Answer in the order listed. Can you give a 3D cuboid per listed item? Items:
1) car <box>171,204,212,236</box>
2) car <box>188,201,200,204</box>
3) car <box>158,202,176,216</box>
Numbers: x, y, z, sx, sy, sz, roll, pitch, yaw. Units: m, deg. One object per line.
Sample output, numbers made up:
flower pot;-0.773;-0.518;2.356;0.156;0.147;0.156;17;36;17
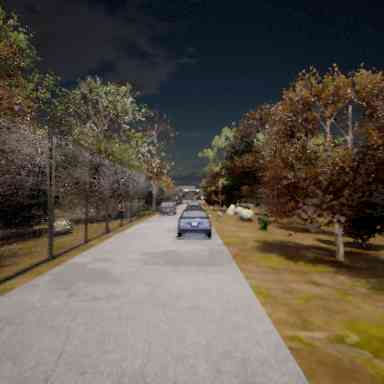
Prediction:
car;0.135;1.642;18.887;2.033;1.411;5.357;0;-1;0
car;0.239;1.920;40.209;1.837;1.490;4.892;0;-1;0
car;-2.707;1.867;37.461;1.837;1.490;4.892;0;-1;1
